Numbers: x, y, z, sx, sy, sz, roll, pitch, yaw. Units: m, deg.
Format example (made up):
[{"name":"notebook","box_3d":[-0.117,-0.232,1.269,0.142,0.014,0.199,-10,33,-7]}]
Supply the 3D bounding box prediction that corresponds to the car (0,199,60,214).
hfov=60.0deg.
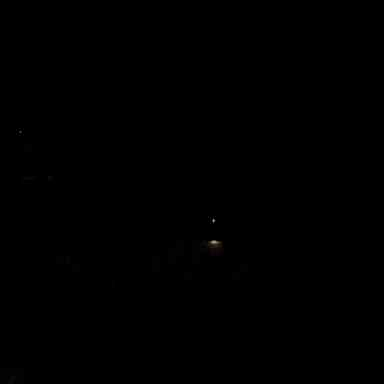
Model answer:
[{"name":"car","box_3d":[-15.240,1.333,31.292,2.008,1.369,4.403,2,2,35]}]

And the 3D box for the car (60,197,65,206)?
[{"name":"car","box_3d":[-16.251,1.121,44.569,2.008,1.369,4.403,2,2,35]}]

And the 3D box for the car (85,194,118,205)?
[{"name":"car","box_3d":[-13.234,1.072,48.807,1.947,1.339,4.313,2,2,35]}]

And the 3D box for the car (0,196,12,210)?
[{"name":"car","box_3d":[-22.385,1.222,35.954,1.752,1.417,4.829,2,2,35]}]

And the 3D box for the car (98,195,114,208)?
[{"name":"car","box_3d":[-9.002,1.236,40.053,1.802,1.307,4.206,2,2,35]}]
